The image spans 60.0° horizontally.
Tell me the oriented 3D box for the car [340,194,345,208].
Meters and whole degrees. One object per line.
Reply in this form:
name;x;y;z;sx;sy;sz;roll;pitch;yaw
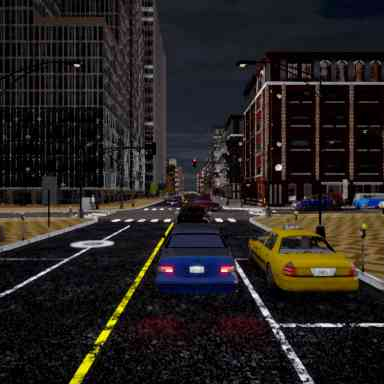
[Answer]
car;15.297;1.094;38.994;5.009;1.841;2.192;-1;1;-1

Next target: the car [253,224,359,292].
car;2.560;1.525;8.798;1.752;1.417;4.829;0;0;0

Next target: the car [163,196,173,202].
car;-5.348;1.555;74.627;2.008;1.369;4.403;0;0;0

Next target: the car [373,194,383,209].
car;23.072;1.213;36.628;4.674;1.442;1.812;-1;0;0

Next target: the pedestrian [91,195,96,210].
pedestrian;-12.366;1.270;41.628;0.375;1.860;0.375;0;1;-1

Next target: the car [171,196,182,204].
car;-2.834;1.529;62.410;1.812;1.442;4.674;0;0;0

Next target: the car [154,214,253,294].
car;0.093;1.547;8.945;2.033;1.411;5.357;0;0;0

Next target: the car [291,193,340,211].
car;13.270;1.162;36.492;4.553;1.767;2.097;-1;0;-1

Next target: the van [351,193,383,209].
van;20.953;1.050;39.056;3.998;1.788;1.690;-1;1;-1

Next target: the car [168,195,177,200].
car;-5.355;1.558;91.406;2.008;1.369;4.403;0;0;0

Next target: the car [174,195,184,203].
car;-2.782;1.482;73.007;1.882;1.535;5.008;0;0;0

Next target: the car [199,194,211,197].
car;2.537;1.318;63.445;2.192;1.841;5.009;0;0;0

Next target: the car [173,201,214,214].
car;0.075;1.505;18.687;1.837;1.490;4.892;0;0;0

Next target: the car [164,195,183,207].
car;-2.865;1.490;51.282;2.128;1.511;4.902;0;0;0

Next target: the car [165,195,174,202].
car;-5.351;1.550;80.220;1.887;1.381;4.507;0;0;0

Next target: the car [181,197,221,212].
car;1.199;1.528;36.820;1.994;1.385;4.181;-1;0;-43

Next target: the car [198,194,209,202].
car;2.532;1.320;74.630;2.192;1.841;5.009;0;0;0
